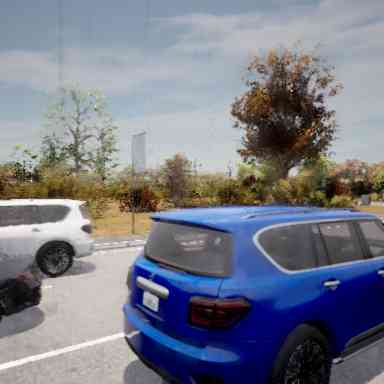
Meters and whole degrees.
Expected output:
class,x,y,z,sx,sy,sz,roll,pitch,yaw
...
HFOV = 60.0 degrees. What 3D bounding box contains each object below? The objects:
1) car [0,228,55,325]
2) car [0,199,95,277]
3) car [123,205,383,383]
class,x,y,z,sx,sy,sz,roll,pitch,yaw
car,-4.753,1.528,4.912,4.674,1.442,1.812,0,0,-35
car,-5.429,1.224,8.726,5.566,2.045,2.150,0,0,-36
car,1.747,1.222,5.012,5.566,2.045,2.150,0,0,-36
